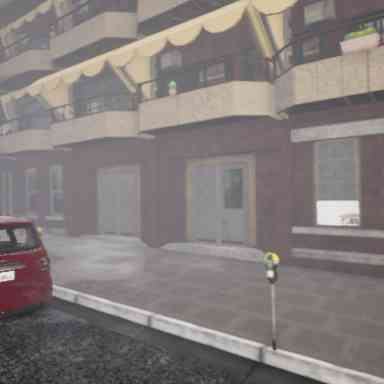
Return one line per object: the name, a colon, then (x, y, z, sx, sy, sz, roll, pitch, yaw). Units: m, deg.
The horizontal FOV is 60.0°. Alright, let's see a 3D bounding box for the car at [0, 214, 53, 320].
car: (-4.650, 1.307, 6.210, 5.009, 1.841, 2.192, 0, -1, 36)
